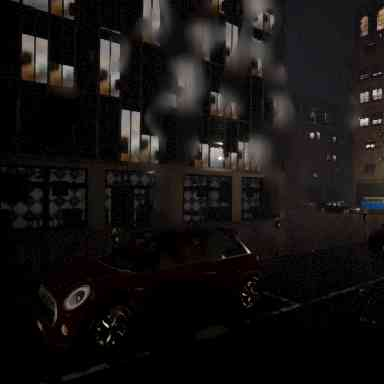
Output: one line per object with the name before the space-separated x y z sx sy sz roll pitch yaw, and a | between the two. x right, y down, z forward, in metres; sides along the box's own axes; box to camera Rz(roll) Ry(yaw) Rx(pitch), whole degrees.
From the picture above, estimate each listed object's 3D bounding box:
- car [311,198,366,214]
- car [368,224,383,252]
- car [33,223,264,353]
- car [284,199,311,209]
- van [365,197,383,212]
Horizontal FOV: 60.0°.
car | 15.282 1.620 34.841 2.008 1.369 4.403 0 -1 -35
car | 8.440 1.567 12.566 4.313 1.339 1.947 0 1 -35
car | -0.636 1.441 6.091 4.097 1.590 1.967 0 1 -35
car | 15.739 1.787 48.873 1.752 1.417 4.829 0 -1 -35
van | 22.168 1.525 39.619 1.690 1.788 3.998 0 -1 -35
